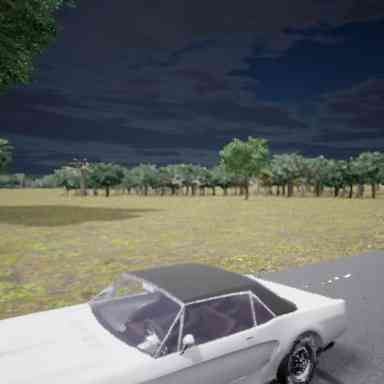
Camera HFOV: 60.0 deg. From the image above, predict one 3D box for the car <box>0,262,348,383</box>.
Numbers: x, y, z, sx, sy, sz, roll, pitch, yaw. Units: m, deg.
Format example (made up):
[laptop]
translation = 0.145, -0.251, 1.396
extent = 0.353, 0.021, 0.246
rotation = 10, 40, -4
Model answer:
[car]
translation = -0.367, 1.607, 3.728
extent = 4.718, 1.301, 1.895
rotation = 0, 0, -35
